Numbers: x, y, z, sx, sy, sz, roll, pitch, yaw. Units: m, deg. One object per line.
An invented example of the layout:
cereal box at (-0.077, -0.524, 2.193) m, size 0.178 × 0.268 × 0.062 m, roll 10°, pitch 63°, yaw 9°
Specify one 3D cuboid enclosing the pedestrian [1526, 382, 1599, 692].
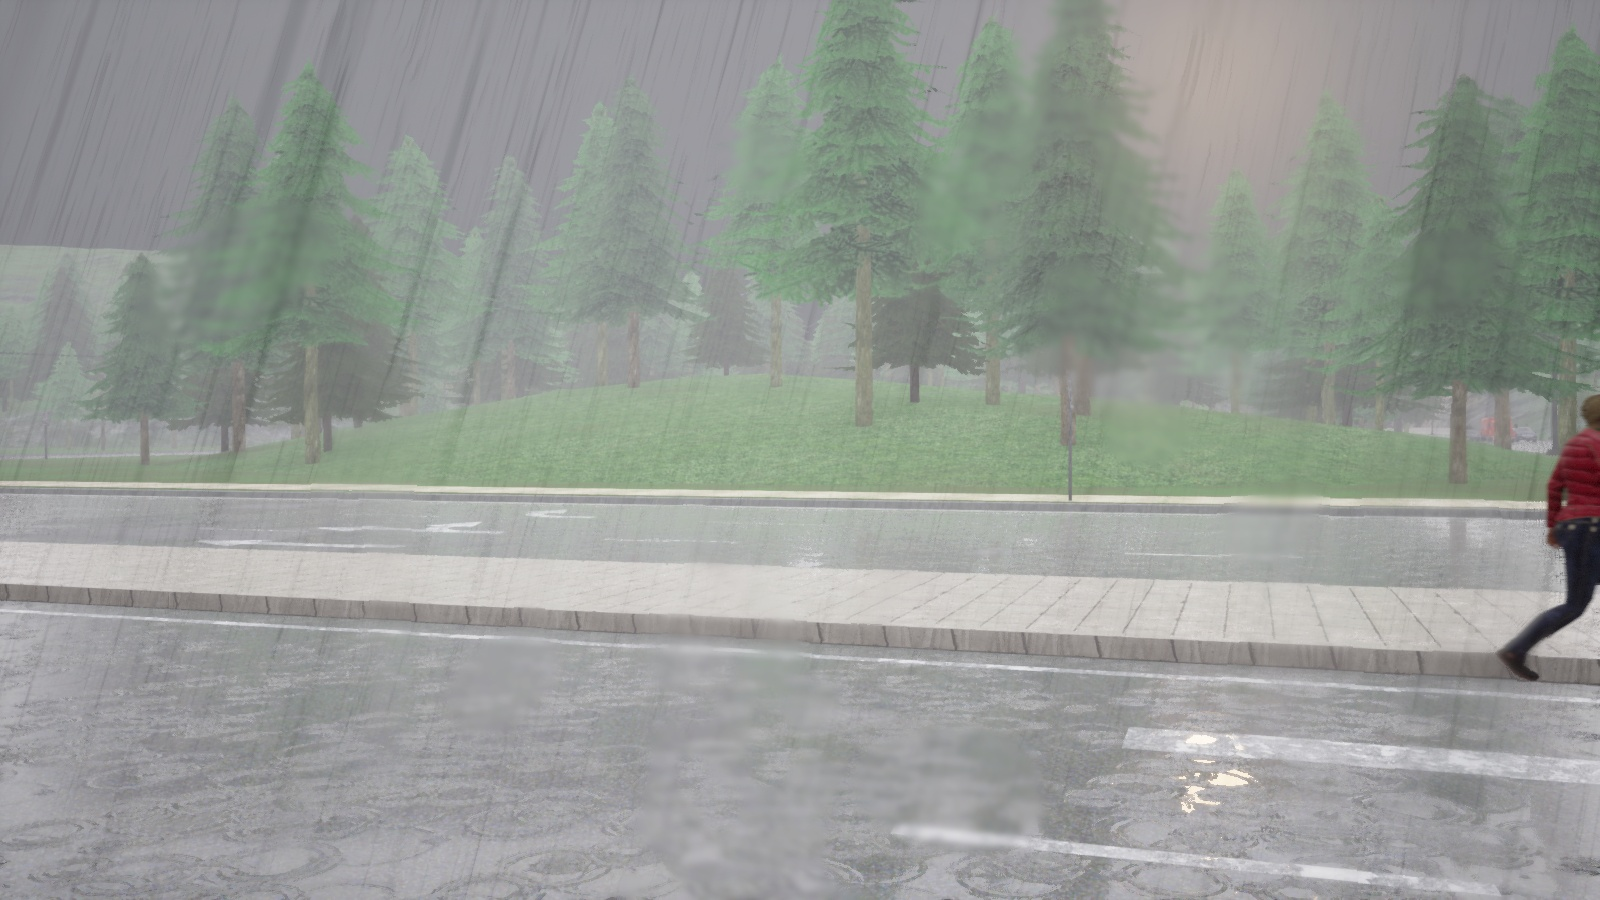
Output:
pedestrian at (4.821, 0.519, 7.633) m, size 0.636 × 1.846 × 0.331 m, roll 1°, pitch 1°, yaw 19°
